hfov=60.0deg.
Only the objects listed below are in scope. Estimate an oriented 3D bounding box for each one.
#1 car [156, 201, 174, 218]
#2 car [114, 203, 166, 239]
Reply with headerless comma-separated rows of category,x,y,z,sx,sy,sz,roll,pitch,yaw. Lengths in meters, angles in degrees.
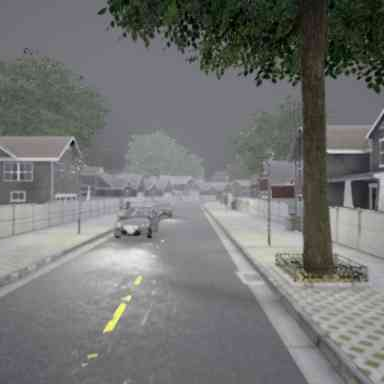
car,-2.754,1.625,31.644,1.837,1.490,4.892,0,-1,0
car,-2.797,1.549,17.685,2.128,1.511,4.902,0,0,0
